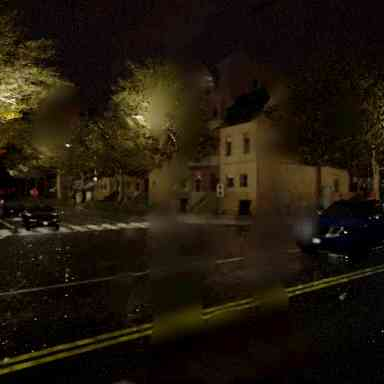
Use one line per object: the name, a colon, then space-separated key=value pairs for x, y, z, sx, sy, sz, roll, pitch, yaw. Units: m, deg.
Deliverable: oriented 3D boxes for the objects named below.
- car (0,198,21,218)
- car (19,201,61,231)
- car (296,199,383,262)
car: x=-16.377 y=1.581 z=31.037 sx=2.033 sy=1.411 sz=5.357 roll=1 pitch=0 yaw=-35
car: x=-9.561 y=1.536 z=20.989 sx=1.837 sy=1.490 sz=4.892 roll=1 pitch=0 yaw=-31
car: x=6.453 y=1.316 z=12.890 sx=5.566 sy=2.045 sz=2.150 roll=0 pitch=0 yaw=-36
